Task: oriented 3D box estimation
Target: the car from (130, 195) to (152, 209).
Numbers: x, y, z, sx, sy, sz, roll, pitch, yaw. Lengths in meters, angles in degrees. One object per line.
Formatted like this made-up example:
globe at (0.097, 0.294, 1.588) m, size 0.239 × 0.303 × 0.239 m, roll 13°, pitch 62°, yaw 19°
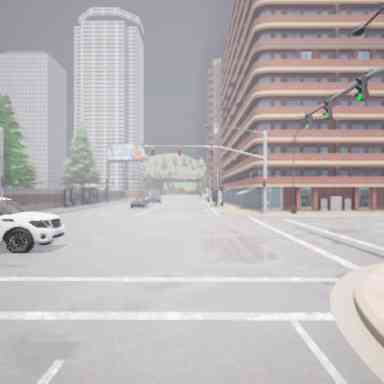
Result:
car at (-7.042, 1.455, 44.781) m, size 2.033 × 1.411 × 5.357 m, roll 0°, pitch 0°, yaw 0°

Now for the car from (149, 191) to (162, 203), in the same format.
car at (-6.967, 1.222, 62.791) m, size 2.097 × 1.767 × 4.553 m, roll 0°, pitch 0°, yaw 1°

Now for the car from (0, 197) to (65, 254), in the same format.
car at (-7.876, 1.180, 12.788) m, size 5.566 × 2.045 × 2.150 m, roll 0°, pitch 0°, yaw 0°
